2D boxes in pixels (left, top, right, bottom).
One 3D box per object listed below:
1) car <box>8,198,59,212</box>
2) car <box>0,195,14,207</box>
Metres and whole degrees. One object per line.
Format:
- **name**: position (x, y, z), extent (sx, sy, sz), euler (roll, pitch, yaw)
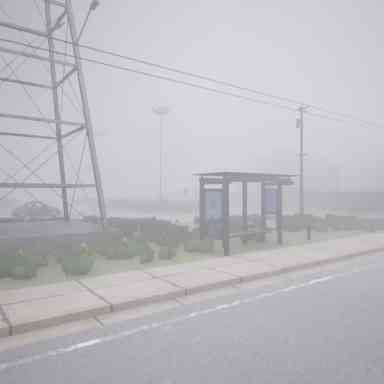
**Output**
- **car**: position (-13.762, 1.521, 29.531), extent (3.905, 1.438, 1.784), euler (0, 0, -37)
- **car**: position (-27.478, 1.310, 47.341), extent (4.605, 1.855, 1.932), euler (0, 0, -37)
